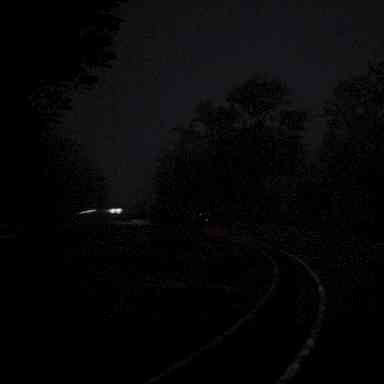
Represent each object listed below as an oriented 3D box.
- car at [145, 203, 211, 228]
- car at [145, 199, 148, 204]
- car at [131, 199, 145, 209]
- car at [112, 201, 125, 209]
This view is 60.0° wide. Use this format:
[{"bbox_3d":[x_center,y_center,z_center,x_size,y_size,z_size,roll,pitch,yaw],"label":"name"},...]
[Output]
[{"bbox_3d":[-0.895,1.860,25.444,4.902,1.511,2.128,-1,-1,36],"label":"car"},{"bbox_3d":[-11.595,2.411,79.216,2.097,1.767,4.553,-1,-1,-3],"label":"car"},{"bbox_3d":[-10.728,2.532,64.192,1.812,1.442,4.674,-1,-1,-3],"label":"car"},{"bbox_3d":[-14.290,2.550,64.776,2.128,1.511,4.902,-1,-1,-3],"label":"car"}]
